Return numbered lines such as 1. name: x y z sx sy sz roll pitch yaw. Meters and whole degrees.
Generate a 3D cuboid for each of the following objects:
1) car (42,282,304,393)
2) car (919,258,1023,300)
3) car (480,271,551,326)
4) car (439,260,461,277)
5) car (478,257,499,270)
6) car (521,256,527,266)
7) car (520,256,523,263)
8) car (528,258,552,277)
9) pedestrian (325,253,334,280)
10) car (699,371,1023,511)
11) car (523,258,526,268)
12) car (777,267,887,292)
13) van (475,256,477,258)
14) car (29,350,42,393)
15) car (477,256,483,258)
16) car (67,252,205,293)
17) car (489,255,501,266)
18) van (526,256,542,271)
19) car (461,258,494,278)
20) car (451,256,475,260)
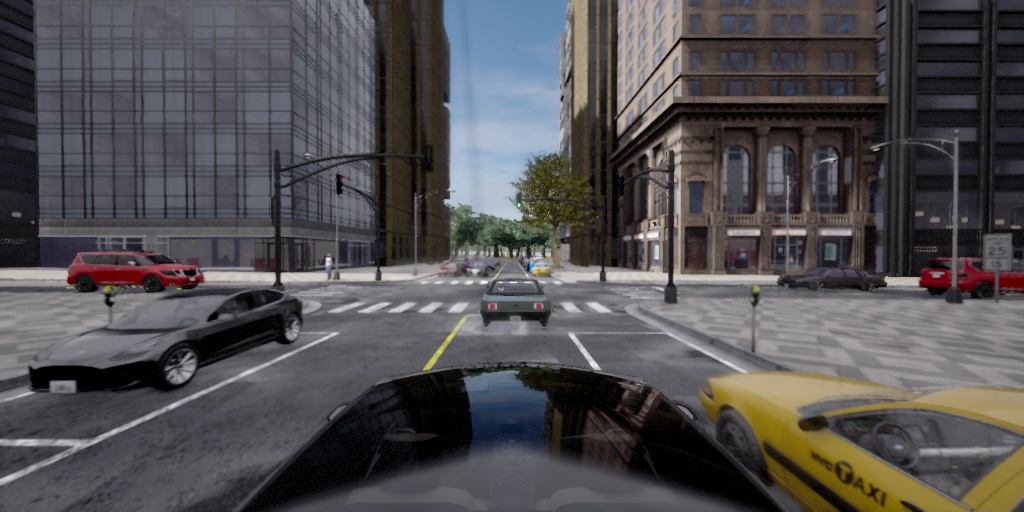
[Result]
1. car: -5.763 1.308 6.786 1.948 1.339 4.313 0 0 0
2. car: 24.504 1.142 18.443 5.566 2.045 2.150 0 1 0
3. car: 0.098 1.336 11.535 1.895 1.301 4.718 0 0 0
4. car: -5.763 1.267 33.757 1.802 1.307 4.207 0 0 0
5. car: -3.091 1.194 46.096 2.033 1.411 5.357 0 0 0
6. car: 2.763 1.135 56.655 1.751 1.417 4.829 0 0 0
7. car: 2.763 1.132 62.164 1.888 1.381 4.507 0 0 0
8. car: 2.762 1.211 33.936 1.751 1.417 4.829 0 0 0
9. pedestrian: -12.523 0.708 24.584 0.375 1.860 0.375 0 0 0
10. car: 2.762 1.276 1.752 1.751 1.417 4.829 0 0 0
11. car: 2.762 1.217 45.126 1.948 1.339 4.313 0 0 0
12. car: 19.224 1.393 21.616 5.357 1.411 2.033 0 1 0
13. van: -5.763 0.991 45.118 1.690 1.789 3.998 0 0 0
14. car: -5.763 1.300 1.407 2.007 1.370 4.403 0 0 0
15. car: -5.763 0.945 50.798 2.192 1.841 5.009 0 0 0
16. car: -19.100 0.810 18.338 5.566 2.045 2.150 1 1 0
17. car: -3.024 1.069 64.258 2.128 1.511 4.902 0 0 1
18. van: 2.762 1.010 39.446 1.690 1.789 3.998 0 0 0
19. car: -3.106 1.178 33.264 2.128 1.511 4.902 0 0 1
20. car: -5.763 0.983 39.438 2.192 1.841 5.009 0 0 0
